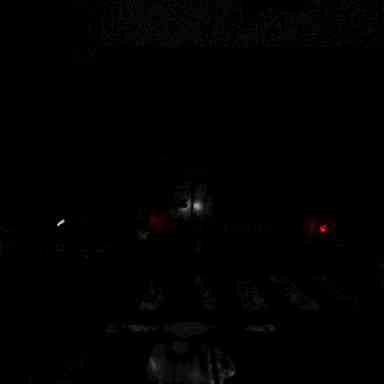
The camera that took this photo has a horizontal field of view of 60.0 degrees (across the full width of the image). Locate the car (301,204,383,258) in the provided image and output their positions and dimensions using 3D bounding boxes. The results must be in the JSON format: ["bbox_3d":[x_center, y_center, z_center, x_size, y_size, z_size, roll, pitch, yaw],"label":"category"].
[{"bbox_3d":[6.402,1.284,11.880,4.553,1.767,2.097,0,0,0],"label":"car"}]

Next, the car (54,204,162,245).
[{"bbox_3d":[-3.648,1.310,14.789,4.553,1.767,2.097,0,0,0],"label":"car"}]
